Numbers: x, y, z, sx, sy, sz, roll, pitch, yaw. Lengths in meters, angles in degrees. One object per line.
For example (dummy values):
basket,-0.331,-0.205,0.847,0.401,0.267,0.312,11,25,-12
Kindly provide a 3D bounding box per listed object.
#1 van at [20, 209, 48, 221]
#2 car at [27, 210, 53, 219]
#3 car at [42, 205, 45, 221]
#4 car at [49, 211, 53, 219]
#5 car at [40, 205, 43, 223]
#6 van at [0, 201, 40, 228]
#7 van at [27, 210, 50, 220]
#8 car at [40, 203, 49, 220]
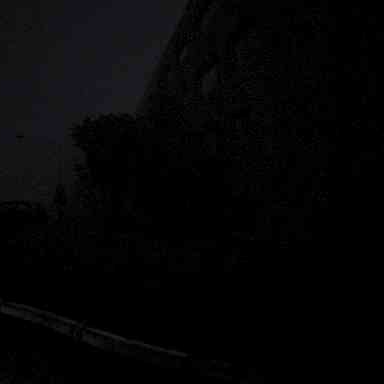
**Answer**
van,-28.197,4.028,59.417,4.442,1.987,1.878,0,-4,-22
car,-35.387,5.238,77.565,5.566,2.045,2.435,0,-4,-22
car,-15.553,2.143,28.490,5.008,1.535,2.097,0,-4,-22
car,-20.589,3.015,41.427,5.366,1.575,1.946,0,-4,-22
car,-14.463,2.014,25.879,4.792,1.488,2.163,0,-3,-22
van,-13.343,1.626,23.343,4.442,1.987,1.878,0,-3,-22
van,-32.165,4.733,69.842,4.442,1.987,1.878,0,-4,-22
car,-16.609,2.061,31.024,5.566,2.045,2.435,0,-4,-22
